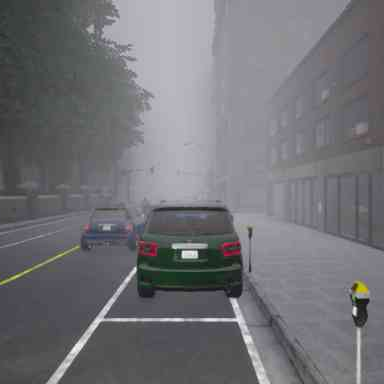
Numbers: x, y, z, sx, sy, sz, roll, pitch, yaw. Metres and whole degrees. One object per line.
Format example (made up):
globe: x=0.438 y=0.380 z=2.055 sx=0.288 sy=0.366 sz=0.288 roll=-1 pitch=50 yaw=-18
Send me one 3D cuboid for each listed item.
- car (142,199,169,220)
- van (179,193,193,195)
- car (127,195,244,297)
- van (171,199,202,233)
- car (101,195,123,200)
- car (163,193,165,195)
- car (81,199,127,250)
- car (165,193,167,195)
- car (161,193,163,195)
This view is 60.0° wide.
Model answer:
car: x=-3.145 y=1.470 z=29.439 sx=1.882 sy=1.535 sz=5.008 roll=0 pitch=0 yaw=0
van: x=-0.290 y=1.316 z=36.980 sx=1.690 sy=1.788 sz=3.998 roll=0 pitch=0 yaw=0
car: x=-0.039 y=1.218 z=8.679 sx=2.150 sy=2.045 sz=5.566 roll=0 pitch=0 yaw=0
van: x=-0.290 y=1.333 z=19.998 sx=1.690 sy=1.788 sz=3.998 roll=0 pitch=0 yaw=0
car: x=-8.815 y=1.290 z=36.940 sx=2.192 sy=1.841 sz=5.009 roll=0 pitch=0 yaw=0
car: x=-8.815 y=1.450 z=86.079 sx=2.008 sy=1.369 sz=4.403 roll=0 pitch=0 yaw=0
car: x=-3.145 y=1.362 z=14.408 sx=2.097 sy=1.767 sz=4.553 roll=0 pitch=0 yaw=0
car: x=-8.815 y=1.437 z=91.530 sx=1.887 sy=1.381 sz=4.507 roll=0 pitch=0 yaw=0
car: x=-8.815 y=1.432 z=80.459 sx=1.752 sy=1.417 sz=4.829 roll=0 pitch=0 yaw=0
